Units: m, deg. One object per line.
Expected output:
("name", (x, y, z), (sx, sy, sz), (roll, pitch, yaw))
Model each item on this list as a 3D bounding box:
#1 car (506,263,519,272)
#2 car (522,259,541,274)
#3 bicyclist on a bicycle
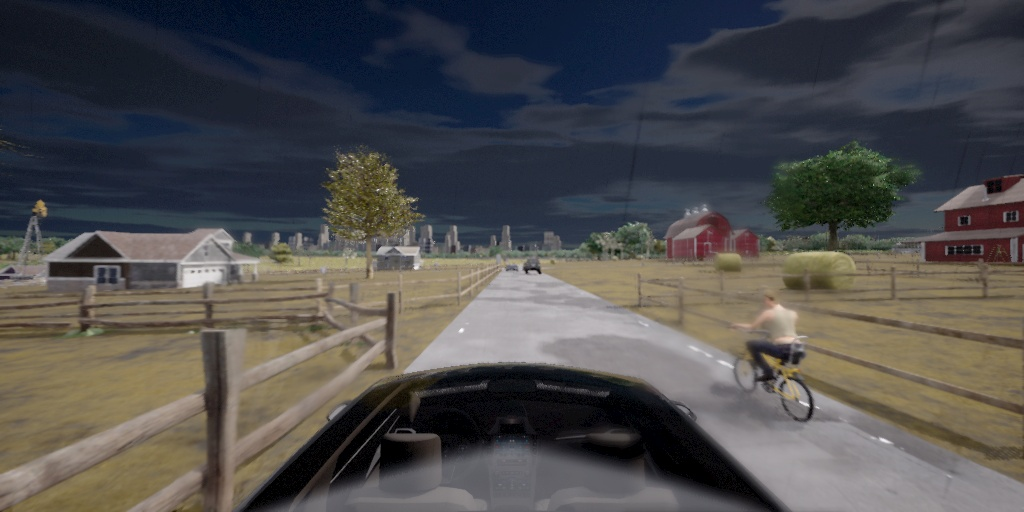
("car", (0.047, 1.889, 57.866), (1.994, 1.385, 4.181), (0, -1, 1))
("car", (2.923, 1.489, 51.135), (2.150, 2.045, 5.566), (0, -2, 1))
("bicyclist on a bicycle", (3.519, 1.245, 4.929), (0.866, 1.612, 1.509), (0, -1, 0))
